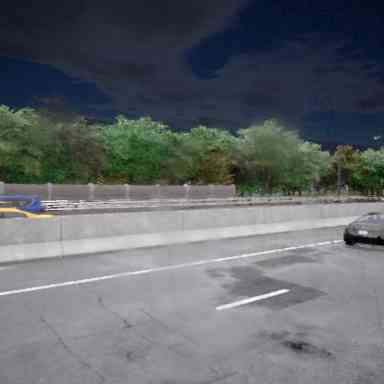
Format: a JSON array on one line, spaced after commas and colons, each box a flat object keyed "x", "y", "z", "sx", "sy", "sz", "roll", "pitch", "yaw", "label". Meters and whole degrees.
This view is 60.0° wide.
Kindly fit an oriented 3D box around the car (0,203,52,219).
[{"x": -8.869, "y": 1.472, "z": 14.861, "sx": 5.008, "sy": 1.535, "sz": 1.882, "roll": 0, "pitch": 0, "yaw": -36, "label": "car"}]

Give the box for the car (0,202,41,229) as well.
[{"x": -12.376, "y": 1.484, "z": 20.957, "sx": 4.902, "sy": 1.511, "sz": 2.128, "roll": 0, "pitch": 0, "yaw": -36, "label": "car"}]

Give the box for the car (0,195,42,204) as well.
[{"x": -10.771, "y": 1.216, "z": 17.804, "sx": 5.566, "sy": 2.045, "sz": 2.150, "roll": 0, "pitch": 0, "yaw": -36, "label": "car"}]

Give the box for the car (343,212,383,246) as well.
[{"x": 8.285, "y": 1.538, "z": 14.100, "sx": 4.181, "sy": 1.385, "sz": 1.994, "roll": 0, "pitch": 0, "yaw": -36, "label": "car"}]
